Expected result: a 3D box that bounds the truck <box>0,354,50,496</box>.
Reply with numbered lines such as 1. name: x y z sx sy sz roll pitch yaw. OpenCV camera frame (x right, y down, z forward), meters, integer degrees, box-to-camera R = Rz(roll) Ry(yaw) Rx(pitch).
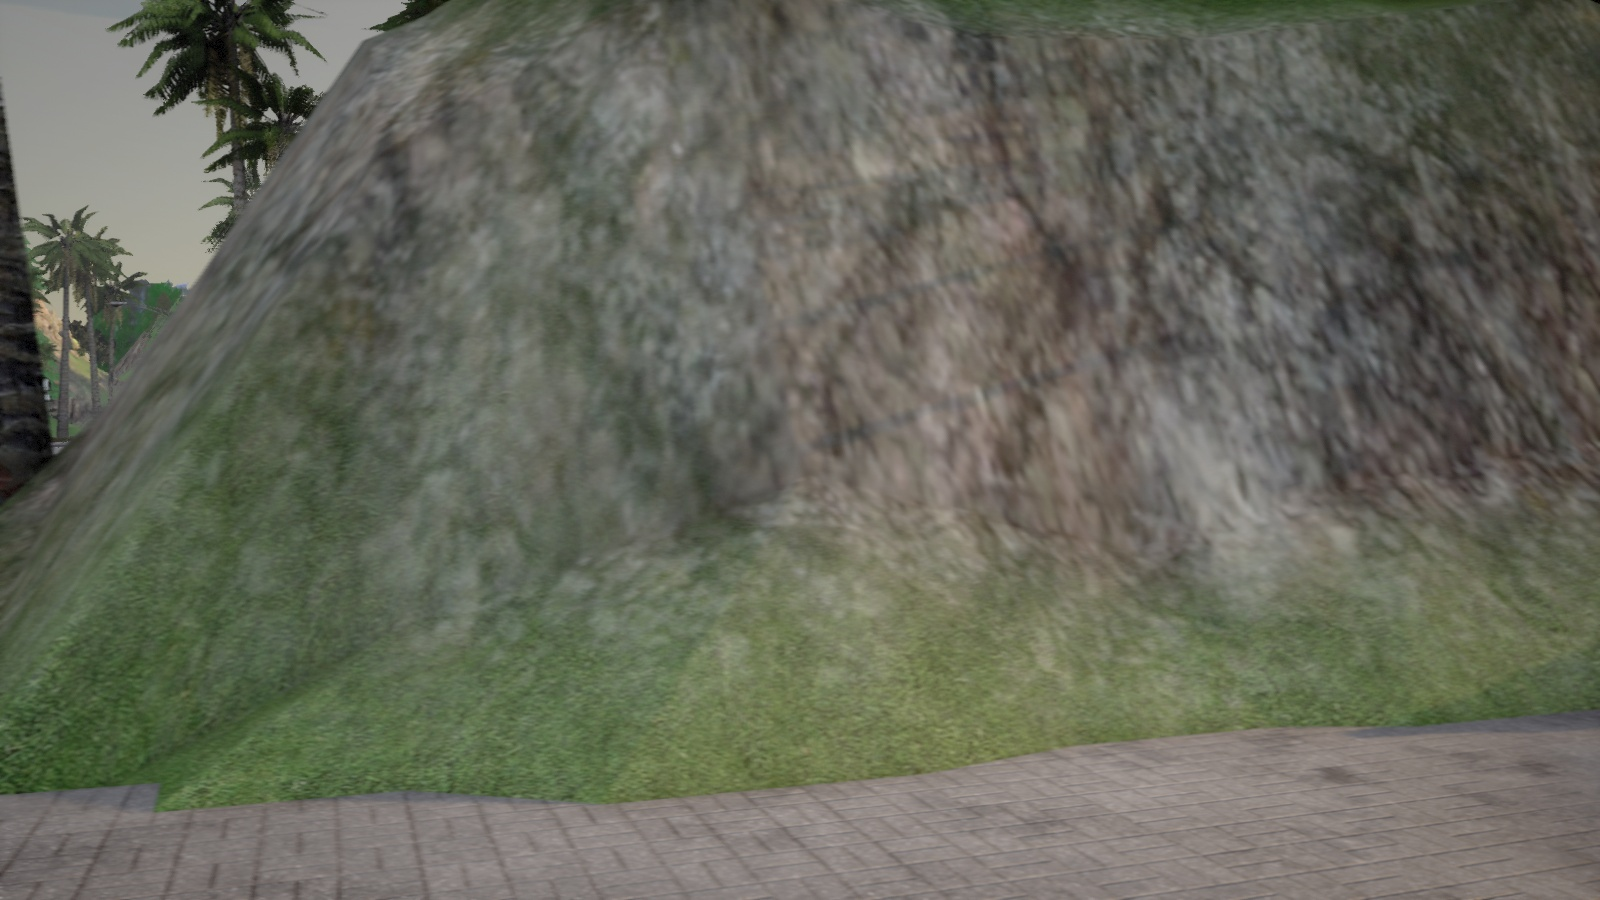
1. truck: -23.610 -0.679 35.269 2.891 3.827 8.468 -1 1 -21
